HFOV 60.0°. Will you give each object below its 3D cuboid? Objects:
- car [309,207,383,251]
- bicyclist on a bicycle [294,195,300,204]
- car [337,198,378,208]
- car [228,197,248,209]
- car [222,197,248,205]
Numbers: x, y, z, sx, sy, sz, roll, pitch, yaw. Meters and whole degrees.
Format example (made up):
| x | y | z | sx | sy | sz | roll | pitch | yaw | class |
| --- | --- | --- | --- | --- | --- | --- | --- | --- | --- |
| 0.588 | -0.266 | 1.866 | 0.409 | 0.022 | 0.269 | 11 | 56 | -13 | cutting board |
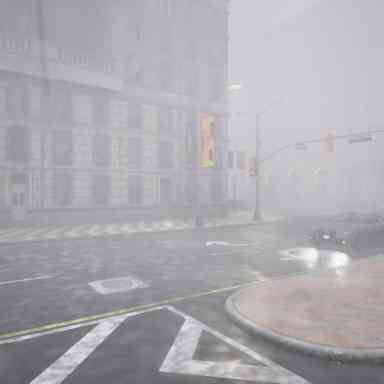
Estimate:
| x | y | z | sx | sy | sz | roll | pitch | yaw | class |
| --- | --- | --- | --- | --- | --- | --- | --- | --- | --- |
| 6.903 | 1.564 | 14.146 | 4.181 | 1.385 | 1.994 | 0 | 0 | -34 | car |
| 18.027 | 1.300 | 57.169 | 1.656 | 1.620 | 0.582 | 0 | 0 | -35 | bicyclist on a bicycle |
| 20.450 | 1.526 | 41.240 | 1.812 | 1.442 | 4.674 | -1 | 1 | -43 | car |
| 5.226 | 1.491 | 44.098 | 2.128 | 1.511 | 4.902 | 0 | 0 | -35 | car |
| 7.662 | 1.601 | 59.443 | 1.895 | 1.301 | 4.718 | 0 | 0 | -34 | car |
